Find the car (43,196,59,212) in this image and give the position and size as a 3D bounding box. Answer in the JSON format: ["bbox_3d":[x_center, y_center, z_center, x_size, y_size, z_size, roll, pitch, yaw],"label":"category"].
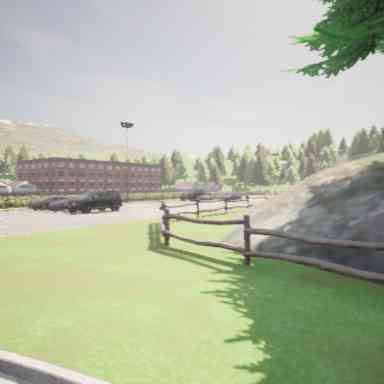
[{"bbox_3d":[-11.849,1.178,33.188,1.837,1.490,4.892,0,1,35],"label":"car"}]

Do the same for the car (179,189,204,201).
[{"bbox_3d":[0.145,0.483,56.002,2.150,2.045,5.566,0,1,36],"label":"car"}]

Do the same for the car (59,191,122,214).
[{"bbox_3d":[-9.041,0.895,31.102,2.150,2.045,5.566,0,1,35],"label":"car"}]

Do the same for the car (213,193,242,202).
[{"bbox_3d":[5.926,0.799,52.051,2.033,1.411,5.357,0,1,36],"label":"car"}]

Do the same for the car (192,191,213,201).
[{"bbox_3d":[2.554,0.868,53.367,1.895,1.301,4.718,0,1,36],"label":"car"}]

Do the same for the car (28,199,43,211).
[{"bbox_3d":[-14.714,1.181,35.196,1.837,1.490,4.892,0,1,35],"label":"car"}]
